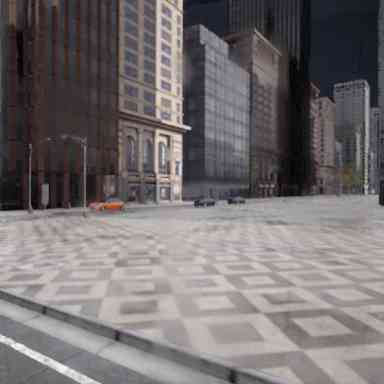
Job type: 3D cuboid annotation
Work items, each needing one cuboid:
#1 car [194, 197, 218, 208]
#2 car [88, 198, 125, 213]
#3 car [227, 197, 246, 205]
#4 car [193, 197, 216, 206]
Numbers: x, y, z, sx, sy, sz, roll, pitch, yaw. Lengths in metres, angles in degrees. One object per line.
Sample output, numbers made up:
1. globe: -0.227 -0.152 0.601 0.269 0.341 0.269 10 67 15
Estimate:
1. car: 2.175 1.645 52.017 1.837 1.490 4.892 0 0 36
2. car: -10.234 1.542 39.920 2.097 1.767 4.553 0 0 35
3. car: 8.184 1.603 60.598 1.837 1.490 4.892 0 1 35
4. car: 2.182 1.633 57.315 1.812 1.442 4.674 0 0 35
